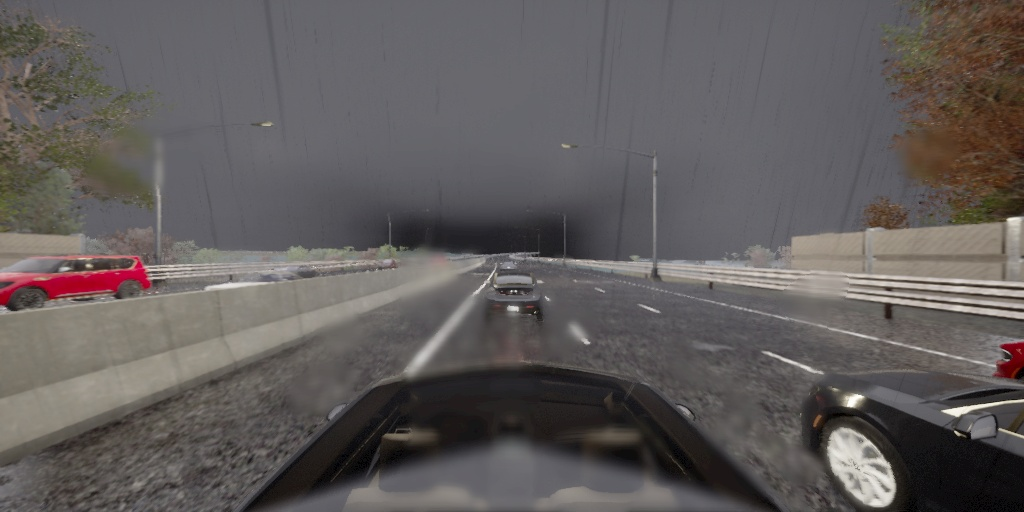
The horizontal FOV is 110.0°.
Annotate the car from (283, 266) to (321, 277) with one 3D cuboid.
[{"bbox_3d":[-14.246,1.313,23.285,1.994,1.385,4.181,0,0,-1],"label":"car"}]

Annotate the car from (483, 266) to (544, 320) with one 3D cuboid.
[{"bbox_3d":[0.055,1.254,12.557,1.837,1.490,4.892,0,0,0],"label":"car"}]

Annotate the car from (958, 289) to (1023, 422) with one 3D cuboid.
[{"bbox_3d":[7.092,1.226,2.441,1.882,1.535,5.008,0,0,0],"label":"car"}]

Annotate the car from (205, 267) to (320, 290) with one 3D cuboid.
[{"bbox_3d":[-10.665,1.351,15.594,1.895,1.301,4.718,0,0,0],"label":"car"}]

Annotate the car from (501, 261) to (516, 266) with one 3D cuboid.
[{"bbox_3d":[-0.409,1.298,43.299,1.994,1.385,4.181,0,0,-1],"label":"car"}]

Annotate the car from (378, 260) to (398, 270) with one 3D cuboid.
[{"bbox_3d":[-18.347,1.255,53.460,1.812,1.442,4.674,0,0,-1],"label":"car"}]

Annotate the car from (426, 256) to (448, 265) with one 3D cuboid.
[{"bbox_3d":[-11.412,0.945,55.927,2.150,2.045,5.566,0,0,-1],"label":"car"}]

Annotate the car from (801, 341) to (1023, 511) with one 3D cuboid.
[{"bbox_3d":[3.592,1.254,1.313,1.837,1.490,4.892,0,0,0],"label":"car"}]

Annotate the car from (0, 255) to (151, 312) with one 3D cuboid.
[{"bbox_3d":[-17.654,0.974,14.084,2.150,2.045,5.566,0,0,0],"label":"car"}]
